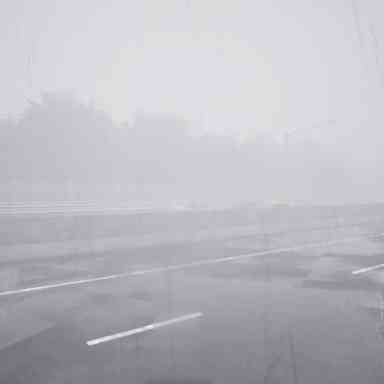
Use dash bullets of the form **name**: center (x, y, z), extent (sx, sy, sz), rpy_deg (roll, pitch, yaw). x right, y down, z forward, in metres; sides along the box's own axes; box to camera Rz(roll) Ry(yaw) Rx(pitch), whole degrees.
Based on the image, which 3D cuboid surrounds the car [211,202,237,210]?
- **car**: center (4.305, 1.535, 28.438), extent (4.892, 1.490, 1.837), rpy_deg (0, 0, -36)

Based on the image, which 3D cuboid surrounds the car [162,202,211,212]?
- **car**: center (-0.250, 1.567, 29.500), extent (4.718, 1.301, 1.895), rpy_deg (1, 2, -35)

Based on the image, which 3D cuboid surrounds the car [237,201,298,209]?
- **car**: center (6.122, 1.469, 25.438), extent (5.008, 1.535, 1.882), rpy_deg (0, 0, -35)
